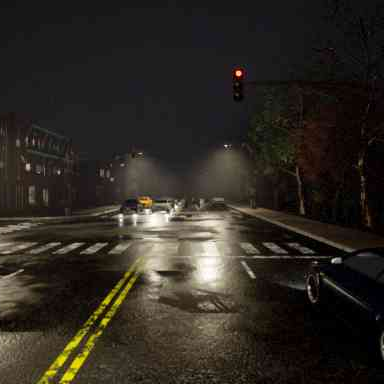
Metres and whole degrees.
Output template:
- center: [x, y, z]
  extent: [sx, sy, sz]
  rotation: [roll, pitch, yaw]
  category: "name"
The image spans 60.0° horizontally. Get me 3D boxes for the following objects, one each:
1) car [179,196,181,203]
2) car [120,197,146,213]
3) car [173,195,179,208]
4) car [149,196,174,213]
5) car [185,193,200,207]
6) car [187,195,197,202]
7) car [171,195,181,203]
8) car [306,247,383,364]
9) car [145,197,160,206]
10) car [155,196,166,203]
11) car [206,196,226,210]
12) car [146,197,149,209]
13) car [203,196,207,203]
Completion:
- center: [-3.347, 1.582, 56.587]
  extent: [1.895, 1.301, 4.718]
  rotation: [0, 0, 0]
  category: "car"
- center: [-6.637, 1.515, 36.831]
  extent: [1.812, 1.442, 4.674]
  rotation: [0, 0, 1]
  category: "car"
- center: [-3.361, 1.477, 46.253]
  extent: [2.128, 1.511, 4.902]
  rotation: [0, 0, 0]
  category: "car"
- center: [-3.358, 1.515, 36.985]
  extent: [1.812, 1.442, 4.674]
  rotation: [0, 0, 0]
  category: "car"
- center: [0.077, 1.205, 49.672]
  extent: [2.150, 2.045, 5.566]
  rotation: [0, 0, 0]
  category: "car"
- center: [-0.037, 1.495, 75.501]
  extent: [2.128, 1.511, 4.902]
  rotation: [0, 0, 0]
  category: "car"
- center: [-3.285, 1.447, 69.516]
  extent: [1.882, 1.535, 5.008]
  rotation: [0, 0, 0]
  category: "car"
- center: [3.335, 1.563, 5.302]
  extent: [1.994, 1.385, 4.181]
  rotation: [0, 0, 1]
  category: "car"
- center: [-6.605, 1.544, 56.419]
  extent: [1.994, 1.385, 4.181]
  rotation: [0, 0, 0]
  category: "car"
- center: [-6.535, 1.562, 69.902]
  extent: [1.895, 1.301, 4.718]
  rotation: [0, 0, 0]
  category: "car"
- center: [3.330, 1.478, 42.765]
  extent: [2.128, 1.511, 4.902]
  rotation: [0, 0, 0]
  category: "car"
- center: [-6.610, 1.463, 45.916]
  extent: [1.882, 1.535, 5.008]
  rotation: [0, 0, 0]
  category: "car"
- center: [3.316, 1.524, 66.477]
  extent: [2.033, 1.411, 5.357]
  rotation: [0, 0, 0]
  category: "car"
